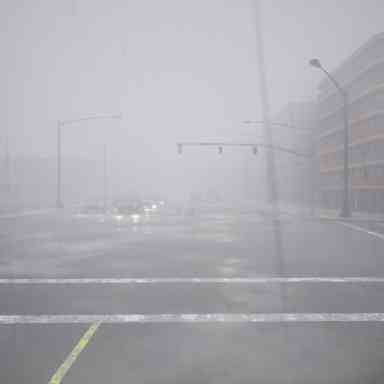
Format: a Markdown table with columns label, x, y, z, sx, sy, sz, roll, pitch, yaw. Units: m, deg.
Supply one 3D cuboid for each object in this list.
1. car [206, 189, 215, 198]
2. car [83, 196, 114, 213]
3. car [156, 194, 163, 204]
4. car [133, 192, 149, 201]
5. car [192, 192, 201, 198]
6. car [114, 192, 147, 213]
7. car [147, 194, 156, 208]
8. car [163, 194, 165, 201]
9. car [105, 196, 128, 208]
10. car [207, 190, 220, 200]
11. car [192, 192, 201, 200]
| label | x | y | z | sx | sy | sz | roll | pitch | yaw |
| --- | --- | --- | --- | --- | --- | --- | --- | --- | --- |
| car | 4.437 | 0.425 | 75.928 | 2.150 | 2.045 | 5.566 | 0 | 1 | 0 |
| car | -9.811 | 1.225 | 34.876 | 2.097 | 1.767 | 4.553 | 0 | 1 | 0 |
| car | -6.242 | 1.080 | 52.695 | 2.128 | 1.511 | 4.902 | 0 | 1 | 0 |
| car | -9.661 | 0.896 | 63.214 | 2.128 | 1.511 | 4.902 | 0 | 1 | 1 |
| car | 0.934 | 0.649 | 75.778 | 2.033 | 1.411 | 5.357 | 0 | 1 | 0 |
| car | -6.313 | 1.226 | 34.531 | 2.097 | 1.767 | 4.553 | 0 | 1 | 0 |
| car | -6.281 | 1.277 | 43.414 | 1.812 | 1.442 | 4.674 | 0 | 1 | 0 |
| car | -6.167 | 1.012 | 62.824 | 1.895 | 1.301 | 4.718 | 0 | 1 | 1 |
| car | -9.780 | 1.314 | 43.519 | 1.994 | 1.385 | 4.181 | 0 | 1 | 0 |
| car | 4.498 | 0.928 | 65.442 | 1.994 | 1.385 | 4.181 | 0 | 1 | 0 |
| car | 0.899 | 0.959 | 65.802 | 1.895 | 1.301 | 4.718 | 0 | 1 | 0 |
